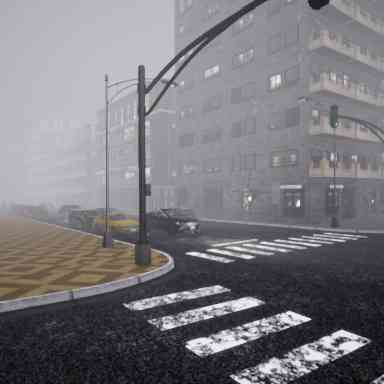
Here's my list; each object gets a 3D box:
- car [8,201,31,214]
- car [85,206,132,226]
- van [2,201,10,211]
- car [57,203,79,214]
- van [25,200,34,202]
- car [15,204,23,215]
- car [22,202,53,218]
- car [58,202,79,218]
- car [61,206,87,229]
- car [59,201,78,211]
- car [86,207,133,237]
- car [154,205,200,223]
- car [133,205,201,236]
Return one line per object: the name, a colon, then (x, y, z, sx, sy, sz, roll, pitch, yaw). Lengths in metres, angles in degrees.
car: (-24.933, 2.449, 48.265, 1.887, 1.381, 4.507, -2, 0, -36)
car: (-7.274, 1.994, 28.622, 2.033, 1.411, 5.357, -1, -1, -37)
van: (-31.634, 2.433, 57.378, 1.690, 1.788, 3.998, -2, 0, -36)
car: (-18.287, 2.363, 49.016, 1.994, 1.385, 4.181, -1, -1, -36)
van: (-41.621, 2.832, 85.123, 1.690, 1.788, 3.998, -2, 0, -36)
car: (-21.584, 2.392, 43.709, 1.802, 1.307, 4.206, -2, 0, -36)
car: (-18.237, 2.262, 39.153, 1.887, 1.381, 4.507, -2, 0, -36)
car: (-13.230, 2.118, 36.751, 1.837, 1.490, 4.892, -1, -1, -36)
car: (-8.194, 2.002, 25.484, 1.947, 1.339, 4.313, -2, 0, -36)
car: (-21.532, 2.367, 57.785, 1.967, 1.590, 4.097, -2, 0, -36)
car: (-4.747, 1.865, 20.792, 1.752, 1.417, 4.829, -2, 0, -36)
car: (-1.443, 1.915, 30.447, 2.008, 1.369, 4.403, -2, 0, -36)
car: (-1.416, 1.775, 20.649, 2.128, 1.511, 4.902, -1, -1, -36)
